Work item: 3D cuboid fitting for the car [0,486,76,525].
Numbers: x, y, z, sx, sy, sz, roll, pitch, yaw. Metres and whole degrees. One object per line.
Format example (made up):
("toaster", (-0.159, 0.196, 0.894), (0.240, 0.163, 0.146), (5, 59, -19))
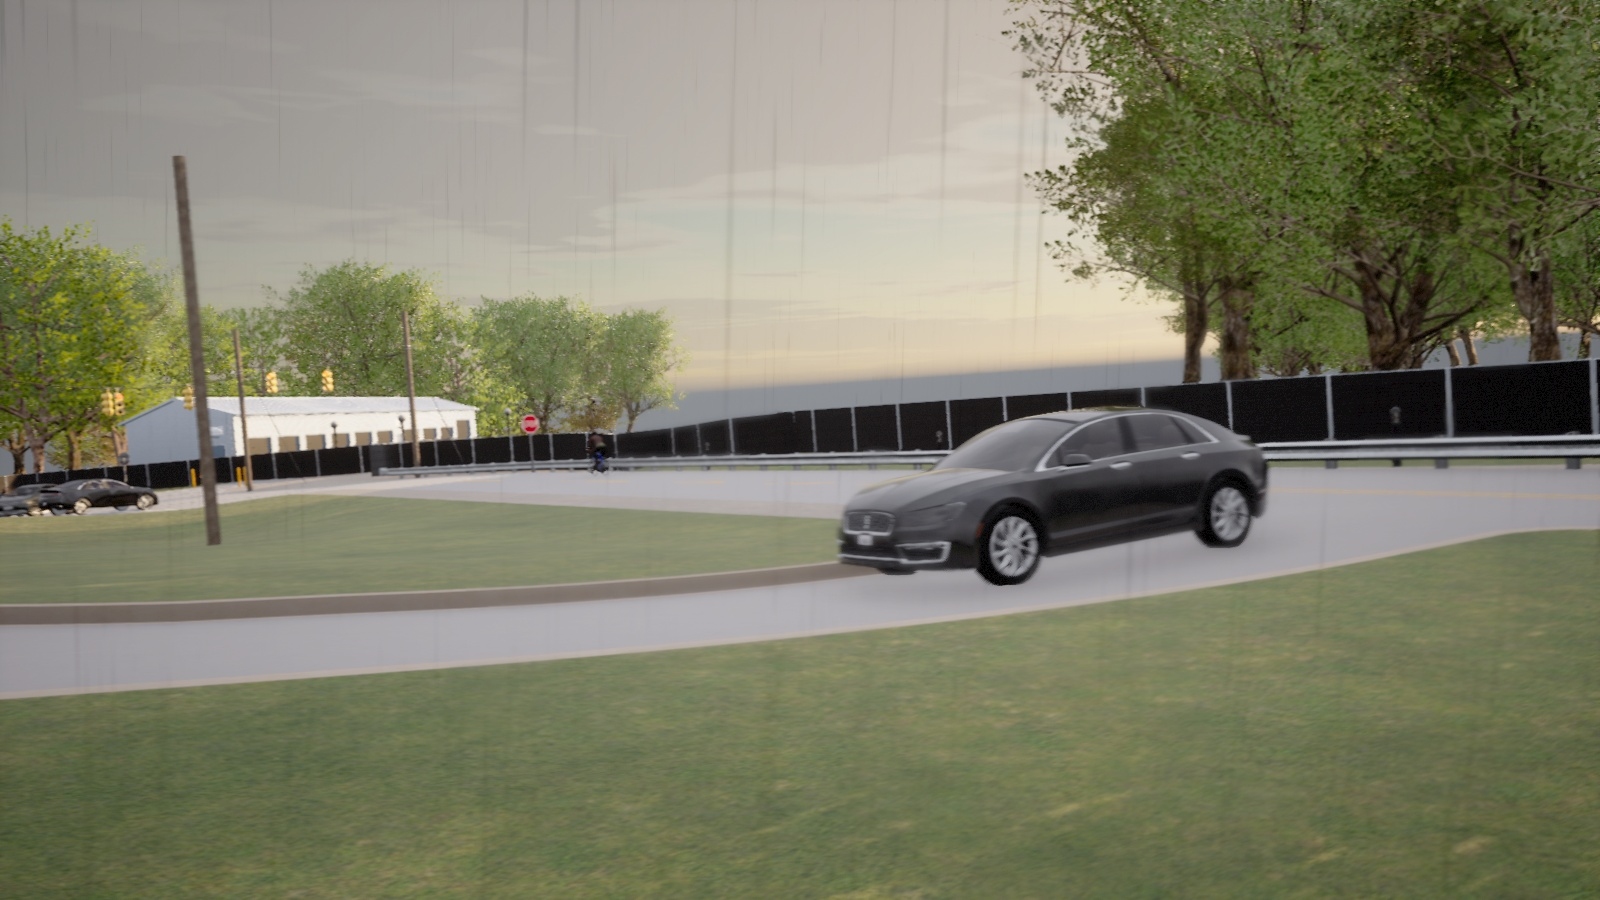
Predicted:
("car", (-35.143, 2.535, 57.427), (1.789, 1.549, 3.705), (-4, 0, 2))

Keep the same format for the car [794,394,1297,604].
("car", (2.553, 0.377, 12.521), (4.892, 1.490, 1.837), (-5, 1, -32))

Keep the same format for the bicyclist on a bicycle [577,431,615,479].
("bicyclist on a bicycle", (-7.315, 0.194, 44.976), (0.582, 1.620, 1.656), (-6, 2, -32))

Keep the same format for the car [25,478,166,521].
("car", (-30.297, 2.095, 54.179), (2.128, 1.511, 4.902), (-3, 0, 28))
